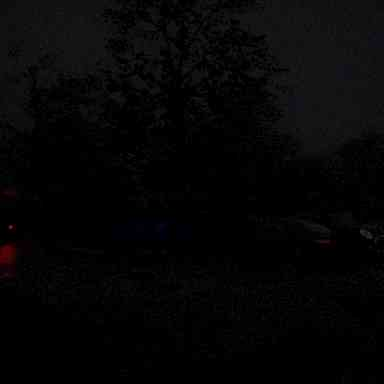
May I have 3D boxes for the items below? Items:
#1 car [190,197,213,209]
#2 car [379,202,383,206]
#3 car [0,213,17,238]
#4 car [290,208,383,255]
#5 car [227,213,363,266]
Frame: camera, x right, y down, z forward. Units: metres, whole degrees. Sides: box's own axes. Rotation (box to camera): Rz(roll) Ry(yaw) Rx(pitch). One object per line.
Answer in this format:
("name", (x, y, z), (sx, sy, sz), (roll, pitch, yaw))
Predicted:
("car", (0.553, 1.390, 41.772), (1.882, 1.535, 5.008), (-2, 2, -36))
("car", (34.200, 1.939, 56.122), (2.097, 1.767, 4.553), (-2, 2, -35))
("car", (-10.943, 1.798, 18.160), (1.895, 1.301, 4.718), (-2, 2, -35))
("car", (5.871, 1.540, 14.018), (2.185, 1.767, 4.553), (1, -1, -35))
("car", (3.314, 1.656, 12.139), (2.002, 1.452, 4.674), (1, -1, -35))
